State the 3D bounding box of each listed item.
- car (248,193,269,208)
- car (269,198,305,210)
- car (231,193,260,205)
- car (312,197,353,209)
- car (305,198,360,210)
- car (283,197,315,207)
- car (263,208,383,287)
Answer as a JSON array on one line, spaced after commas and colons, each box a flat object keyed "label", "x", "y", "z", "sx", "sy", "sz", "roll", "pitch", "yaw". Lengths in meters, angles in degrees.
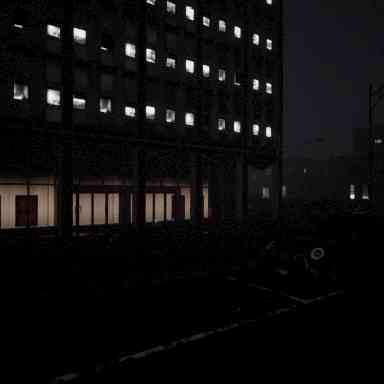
[{"label": "car", "x": 8.600, "y": 1.168, "z": 43.743, "sx": 2.192, "sy": 1.841, "sz": 5.009, "roll": 1, "pitch": 0, "yaw": -35}, {"label": "car", "x": 11.746, "y": 1.427, "z": 39.188, "sx": 2.008, "sy": 1.369, "sz": 4.403, "roll": 1, "pitch": 0, "yaw": -35}, {"label": "car", "x": 9.197, "y": 1.168, "z": 57.616, "sx": 2.192, "sy": 1.841, "sz": 5.009, "roll": 1, "pitch": 0, "yaw": -35}, {"label": "car", "x": 18.544, "y": 1.447, "z": 44.091, "sx": 1.752, "sy": 1.417, "sz": 4.829, "roll": 1, "pitch": 0, "yaw": -35}, {"label": "car", "x": 15.995, "y": 1.454, "z": 37.593, "sx": 2.033, "sy": 1.411, "sz": 5.357, "roll": 0, "pitch": 0, "yaw": -35}, {"label": "car", "x": 15.492, "y": 1.481, "z": 48.507, "sx": 1.802, "sy": 1.307, "sz": 4.206, "roll": 1, "pitch": 0, "yaw": -35}, {"label": "car", "x": 3.863, "y": 1.441, "z": 9.316, "sx": 4.097, "sy": 1.590, "sz": 1.967, "roll": 0, "pitch": 0, "yaw": -36}]
